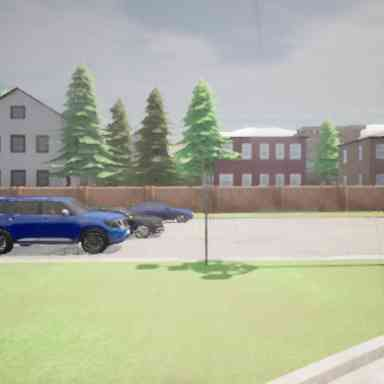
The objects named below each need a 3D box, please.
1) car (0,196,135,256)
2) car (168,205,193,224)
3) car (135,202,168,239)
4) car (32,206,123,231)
[{"bbox_3d":[-5.206,1.181,12.584,5.566,2.045,2.150,0,0,-1],"label":"car"},{"bbox_3d":[-2.245,1.415,23.154,4.674,1.442,1.812,0,0,-1],"label":"car"},{"bbox_3d":[-3.791,1.440,16.115,4.892,1.490,1.837,-1,0,-1],"label":"car"},{"bbox_3d":[-6.583,1.529,19.554,4.718,1.301,1.895,0,0,-1],"label":"car"}]
